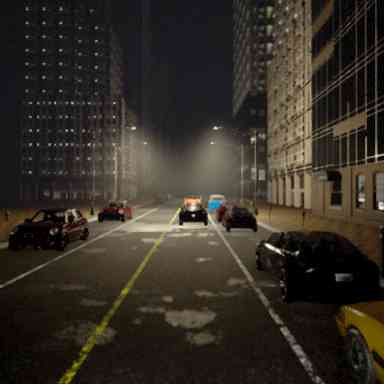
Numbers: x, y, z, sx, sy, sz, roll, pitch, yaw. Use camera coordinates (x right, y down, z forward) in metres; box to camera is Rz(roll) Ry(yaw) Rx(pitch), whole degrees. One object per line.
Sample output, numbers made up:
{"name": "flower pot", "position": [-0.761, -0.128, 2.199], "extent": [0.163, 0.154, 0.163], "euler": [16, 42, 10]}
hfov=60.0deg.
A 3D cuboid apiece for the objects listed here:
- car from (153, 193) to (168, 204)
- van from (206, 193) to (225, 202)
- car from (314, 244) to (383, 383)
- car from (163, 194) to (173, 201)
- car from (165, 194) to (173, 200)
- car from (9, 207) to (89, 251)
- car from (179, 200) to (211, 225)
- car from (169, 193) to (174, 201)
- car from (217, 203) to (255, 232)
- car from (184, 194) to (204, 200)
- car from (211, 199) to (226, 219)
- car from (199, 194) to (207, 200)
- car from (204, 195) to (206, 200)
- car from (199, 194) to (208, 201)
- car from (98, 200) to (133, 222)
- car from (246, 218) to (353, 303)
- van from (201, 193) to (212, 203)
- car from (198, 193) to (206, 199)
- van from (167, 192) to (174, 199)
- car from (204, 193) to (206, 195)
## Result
{"name": "car", "position": [-5.695, 1.372, 56.982], "extent": [1.887, 1.381, 4.507], "euler": [1, 0, 0]}
{"name": "van", "position": [2.691, 1.245, 35.715], "extent": [1.690, 1.788, 3.998], "euler": [0, 0, 0]}
{"name": "car", "position": [2.695, 1.520, 2.448], "extent": [1.752, 1.417, 4.829], "euler": [0, 0, 0]}
{"name": "car", "position": [-5.698, 1.283, 78.233], "extent": [2.008, 1.369, 4.403], "euler": [1, 0, 0]}
{"name": "car", "position": [-5.700, 1.289, 83.546], "extent": [1.802, 1.307, 4.206], "euler": [1, 0, 0]}
{"name": "car", "position": [-5.686, 1.408, 13.658], "extent": [1.967, 1.590, 4.097], "euler": [0, 0, 0]}
{"name": "car", "position": [0.095, 1.505, 23.689], "extent": [1.994, 1.385, 4.181], "euler": [0, 0, 0]}
{"name": "car", "position": [-5.698, 1.309, 72.919], "extent": [2.008, 1.369, 4.403], "euler": [1, 0, 0]}
{"name": "car", "position": [2.692, 1.535, 19.333], "extent": [1.802, 1.307, 4.206], "euler": [0, 0, 0]}
{"name": "car", "position": [0.095, 1.237, 41.877], "extent": [2.097, 1.767, 4.553], "euler": [0, 0, 0]}
{"name": "car", "position": [2.691, 1.481, 25.019], "extent": [1.887, 1.381, 4.507], "euler": [0, 0, 0]}
{"name": "car", "position": [2.681, 1.253, 83.544], "extent": [1.887, 1.381, 4.507], "euler": [1, 0, 0]}
{"name": "car", "position": [2.687, 1.451, 46.345], "extent": [1.802, 1.307, 4.206], "euler": [1, 0, 0]}
{"name": "car", "position": [2.682, 1.258, 78.400], "extent": [1.752, 1.417, 4.829], "euler": [1, 0, 0]}
{"name": "car", "position": [-5.688, 1.376, 25.030], "extent": [1.967, 1.590, 4.097], "euler": [0, 0, 0]}
{"name": "car", "position": [2.694, 1.549, 7.964], "extent": [1.947, 1.339, 4.313], "euler": [0, 0, 0]}
{"name": "van", "position": [2.687, 1.148, 62.287], "extent": [1.690, 1.788, 3.998], "euler": [1, 0, 0]}
{"name": "car", "position": [2.681, 1.122, 88.857], "extent": [1.967, 1.590, 4.097], "euler": [1, 0, 0]}
{"name": "van", "position": [-5.698, 1.023, 88.859], "extent": [1.690, 1.788, 3.998], "euler": [1, 0, 0]}
{"name": "car", "position": [2.687, 1.374, 51.828], "extent": [1.752, 1.417, 4.829], "euler": [1, 0, 0]}
